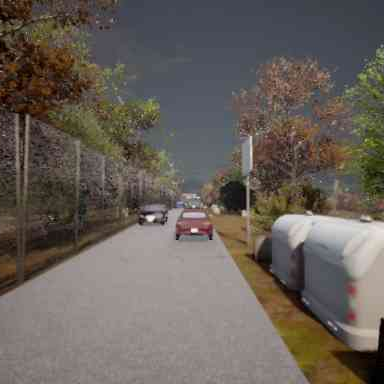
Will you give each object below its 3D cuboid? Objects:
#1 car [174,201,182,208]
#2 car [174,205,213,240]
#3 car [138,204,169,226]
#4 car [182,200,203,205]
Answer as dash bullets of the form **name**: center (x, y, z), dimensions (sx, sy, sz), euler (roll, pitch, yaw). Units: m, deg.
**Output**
- **car**: center (-2.441, 2.591, 66.274), dimensions (1.882, 1.535, 5.008), euler (0, -2, 1)
- **car**: center (0.113, 1.608, 17.524), dimensions (1.812, 1.442, 4.674), euler (0, 0, 0)
- **car**: center (-2.800, 1.654, 24.893), dimensions (2.128, 1.511, 4.902), euler (0, -1, 0)
- **car**: center (0.220, 1.750, 39.609), dimensions (2.097, 1.767, 4.553), euler (0, -1, 0)
